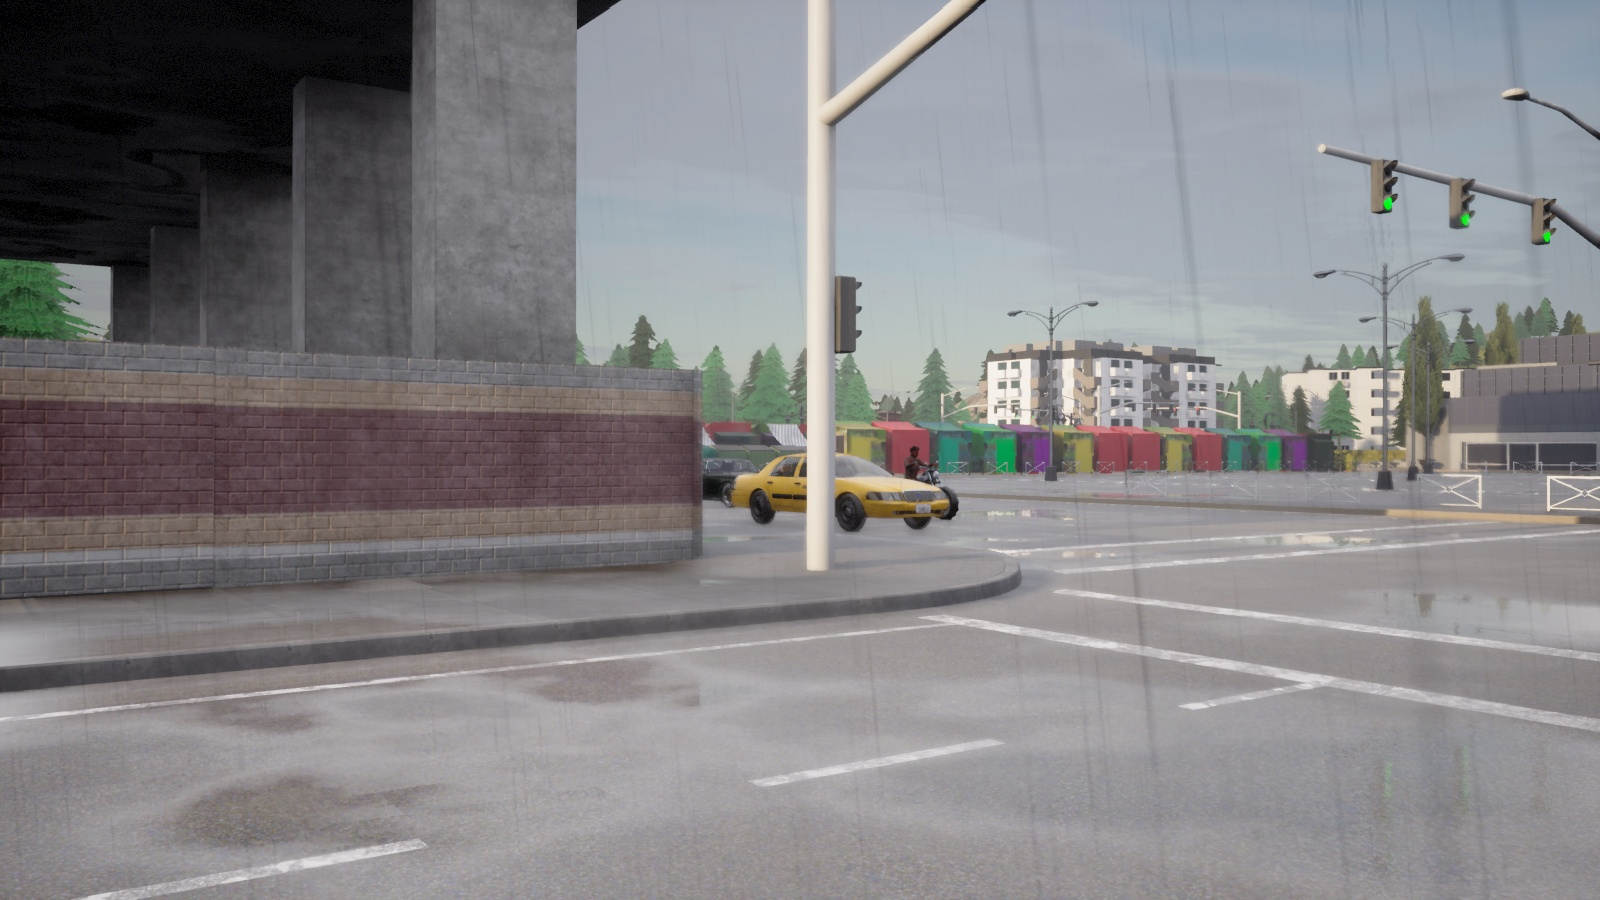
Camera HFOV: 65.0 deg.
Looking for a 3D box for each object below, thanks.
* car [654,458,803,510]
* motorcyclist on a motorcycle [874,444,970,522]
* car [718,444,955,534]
[{"bbox_3d":[-2.041,0.879,34.541,1.895,1.301,4.718,0,0,-35],"label":"car"},{"bbox_3d":[2.673,0.702,27.821,0.766,1.649,2.350,0,0,-35],"label":"motorcyclist on a motorcycle"},{"bbox_3d":[0.561,0.688,24.736,1.801,1.575,5.366,0,0,-35],"label":"car"}]
